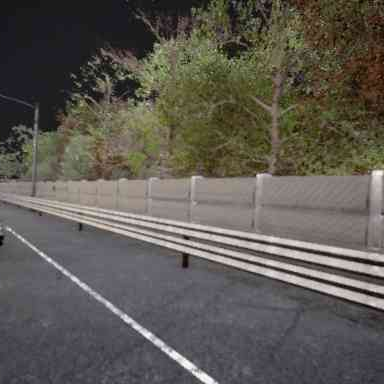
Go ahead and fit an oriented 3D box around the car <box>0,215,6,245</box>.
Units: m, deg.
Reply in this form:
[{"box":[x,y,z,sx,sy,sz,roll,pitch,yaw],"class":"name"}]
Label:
[{"box":[-8.777,1.274,13.433,2.033,1.411,5.357,2,0,-36],"class":"car"}]
